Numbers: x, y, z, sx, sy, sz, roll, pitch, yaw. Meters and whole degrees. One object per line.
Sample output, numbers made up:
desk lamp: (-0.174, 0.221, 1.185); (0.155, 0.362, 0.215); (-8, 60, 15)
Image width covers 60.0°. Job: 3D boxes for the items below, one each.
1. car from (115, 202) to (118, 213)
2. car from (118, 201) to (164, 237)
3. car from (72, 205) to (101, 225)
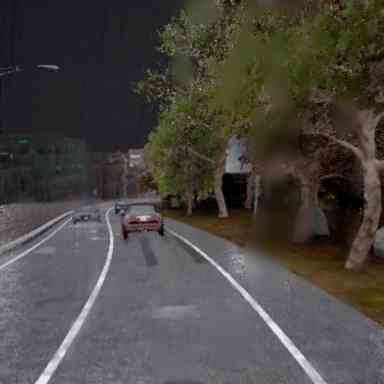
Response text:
car: (-7.799, 1.682, 37.995); (1.895, 1.301, 4.718); (-2, 0, -13)
car: (-2.856, 1.371, 18.440); (2.097, 1.767, 4.553); (-2, 0, -13)
car: (-8.225, 1.713, 26.163); (1.994, 1.385, 4.181); (-2, 0, -15)
